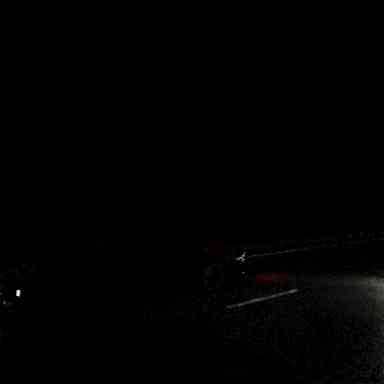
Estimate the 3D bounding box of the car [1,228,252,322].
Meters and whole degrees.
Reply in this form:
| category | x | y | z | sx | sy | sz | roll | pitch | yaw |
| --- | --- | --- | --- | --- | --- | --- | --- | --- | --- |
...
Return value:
| category | x | y | z | sx | sy | sz | roll | pitch | yaw |
| --- | --- | --- | --- | --- | --- | --- | --- | --- | --- |
| car | -1.114 | 1.540 | 7.391 | 5.357 | 1.411 | 2.033 | 0 | 0 | -34 |
